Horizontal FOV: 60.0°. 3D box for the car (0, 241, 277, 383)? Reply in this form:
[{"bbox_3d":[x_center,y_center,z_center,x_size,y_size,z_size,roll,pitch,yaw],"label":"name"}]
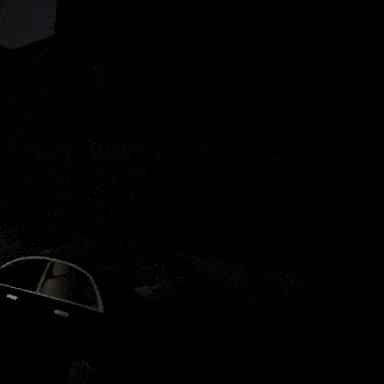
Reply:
[{"bbox_3d":[-1.609,1.453,4.679,4.892,1.521,2.231,1,0,35],"label":"car"}]
